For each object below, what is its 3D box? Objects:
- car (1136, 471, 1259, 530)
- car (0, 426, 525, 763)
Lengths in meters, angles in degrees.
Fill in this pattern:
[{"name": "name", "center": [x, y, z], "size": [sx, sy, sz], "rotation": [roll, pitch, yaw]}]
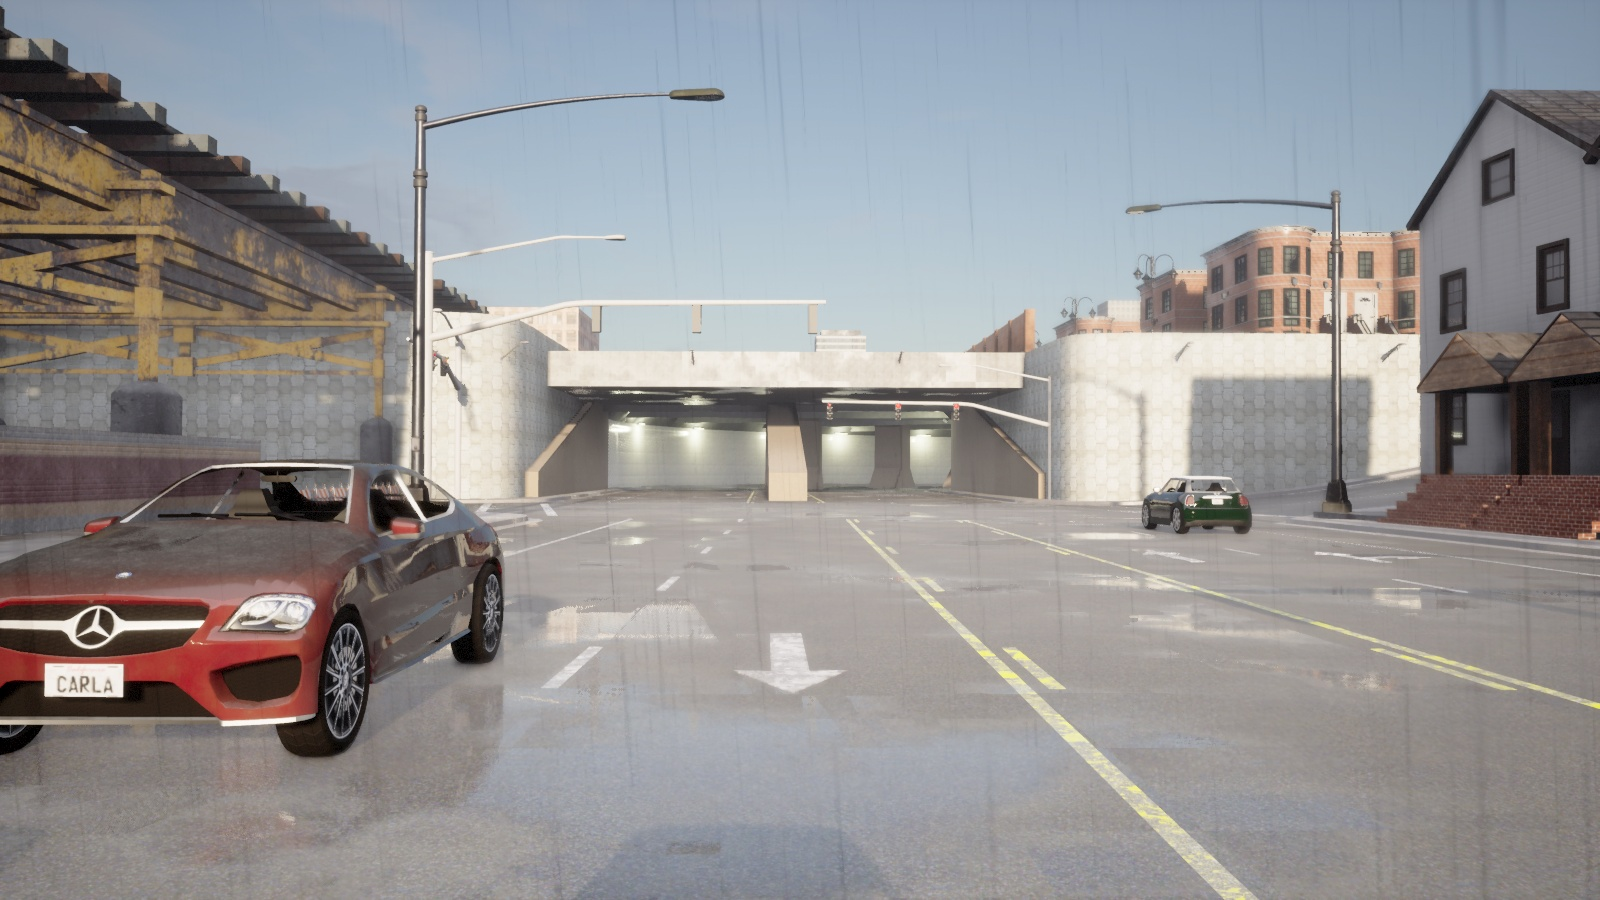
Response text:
[{"name": "car", "center": [10.448, 1.296, 33.317], "size": [1.970, 1.475, 3.806], "rotation": [0, -1, -1]}, {"name": "car", "center": [-3.521, 0.753, 8.692], "size": [2.152, 1.651, 5.027], "rotation": [0, -1, 0]}]
